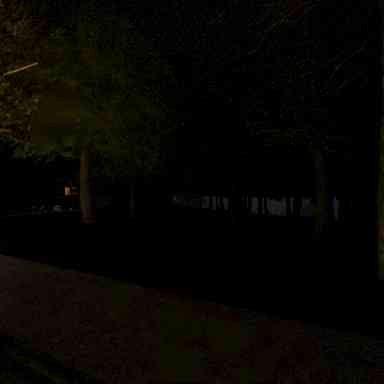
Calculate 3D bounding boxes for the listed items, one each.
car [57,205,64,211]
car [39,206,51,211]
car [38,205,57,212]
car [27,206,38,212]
[{"bbox_3d":[-35.149,4.236,87.523,2.128,1.511,4.902,0,-2,-9],"label":"car"},{"bbox_3d":[-38.355,4.273,86.988,1.994,1.385,4.181,0,-2,-9],"label":"car"},{"bbox_3d":[-33.436,3.884,77.240,1.837,1.490,4.892,0,-2,-9],"label":"car"},{"bbox_3d":[-36.705,3.910,77.083,1.837,1.490,4.892,0,-2,-9],"label":"car"}]
